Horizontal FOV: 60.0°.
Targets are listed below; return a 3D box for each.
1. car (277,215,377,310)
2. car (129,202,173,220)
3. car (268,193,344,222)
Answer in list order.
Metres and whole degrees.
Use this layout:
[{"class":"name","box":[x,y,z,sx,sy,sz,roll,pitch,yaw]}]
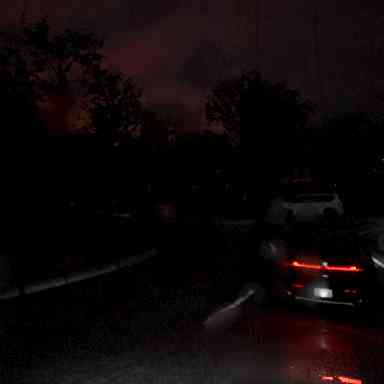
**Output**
[{"class":"car","box":[3.286,1.547,8.109,1.837,1.490,4.892,0,0,23]},{"class":"car","box":[-3.745,1.630,29.919,2.128,1.511,4.902,1,0,-44]},{"class":"car","box":[8.751,1.155,25.736,5.566,2.045,2.150,-1,0,4]}]
